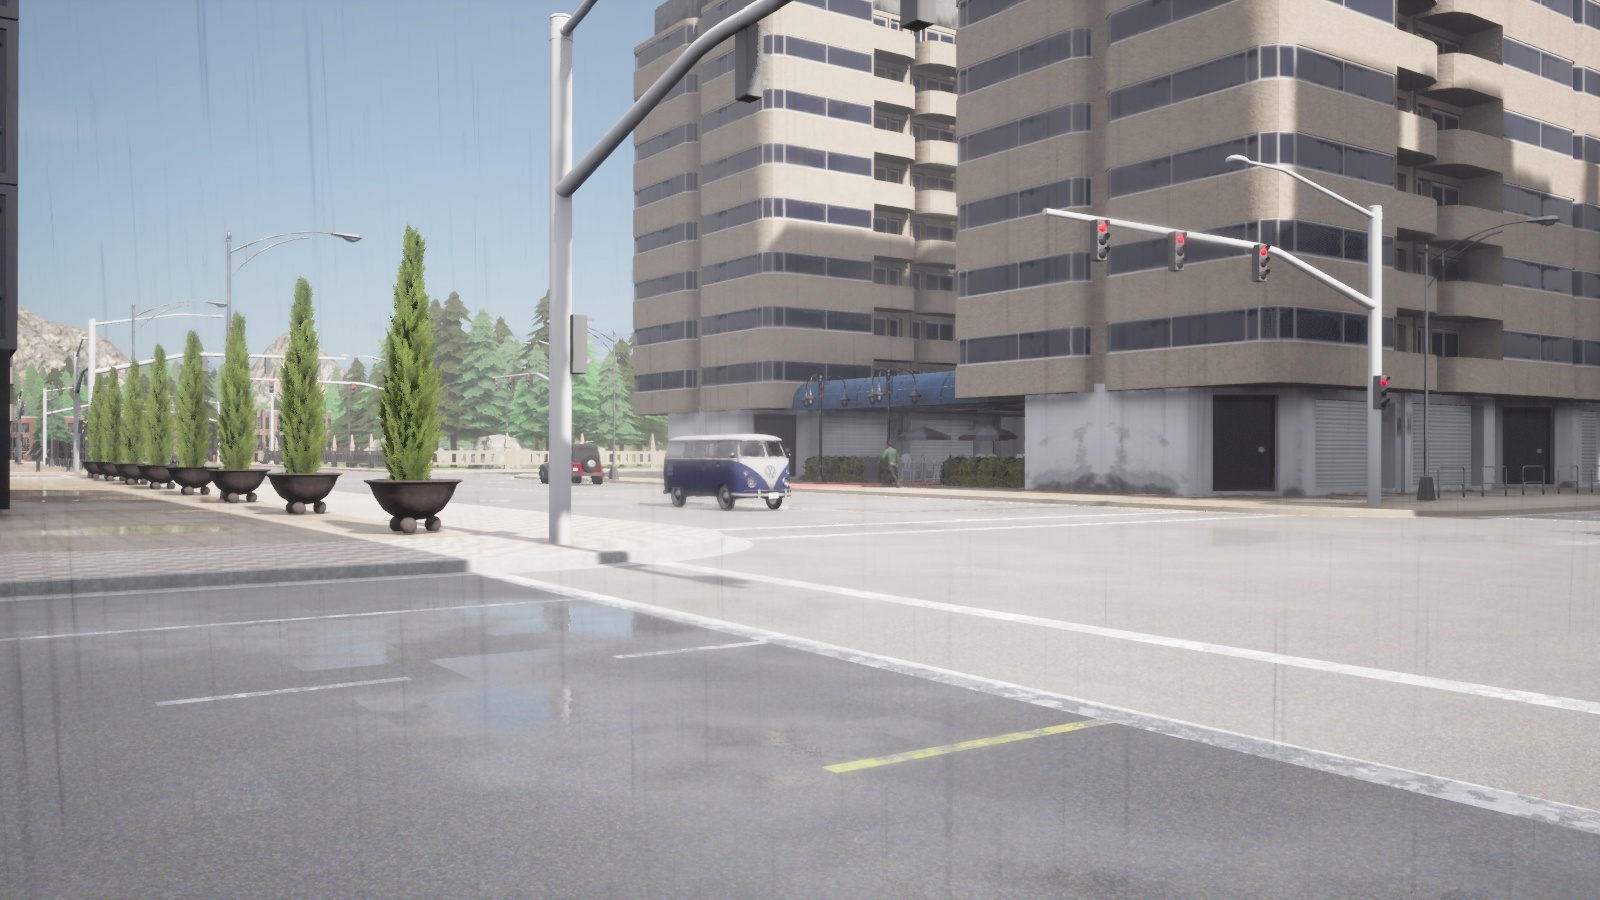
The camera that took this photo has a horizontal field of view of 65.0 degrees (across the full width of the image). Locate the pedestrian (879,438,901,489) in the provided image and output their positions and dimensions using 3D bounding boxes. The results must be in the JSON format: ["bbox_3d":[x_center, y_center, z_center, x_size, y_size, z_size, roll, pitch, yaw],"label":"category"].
[{"bbox_3d":[3.469,0.514,48.435,0.423,1.949,0.788,0,0,-37],"label":"pedestrian"}]

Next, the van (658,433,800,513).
[{"bbox_3d":[-1.986,0.584,33.753,1.775,1.987,4.442,0,0,-35],"label":"van"}]

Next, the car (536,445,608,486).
[{"bbox_3d":[-10.683,0.707,58.733,1.905,1.878,3.866,0,0,-35],"label":"car"}]

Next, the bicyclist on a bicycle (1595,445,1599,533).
[{"bbox_3d":[15.443,0.705,23.081,1.509,1.612,0.866,0,0,-35],"label":"bicyclist on a bicycle"}]
